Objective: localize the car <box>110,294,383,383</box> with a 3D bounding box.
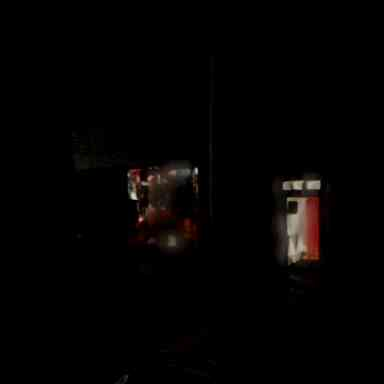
[{"bbox_3d":[1.192,1.440,2.032,4.097,1.590,1.967,0,-1,36],"label":"car"}]
